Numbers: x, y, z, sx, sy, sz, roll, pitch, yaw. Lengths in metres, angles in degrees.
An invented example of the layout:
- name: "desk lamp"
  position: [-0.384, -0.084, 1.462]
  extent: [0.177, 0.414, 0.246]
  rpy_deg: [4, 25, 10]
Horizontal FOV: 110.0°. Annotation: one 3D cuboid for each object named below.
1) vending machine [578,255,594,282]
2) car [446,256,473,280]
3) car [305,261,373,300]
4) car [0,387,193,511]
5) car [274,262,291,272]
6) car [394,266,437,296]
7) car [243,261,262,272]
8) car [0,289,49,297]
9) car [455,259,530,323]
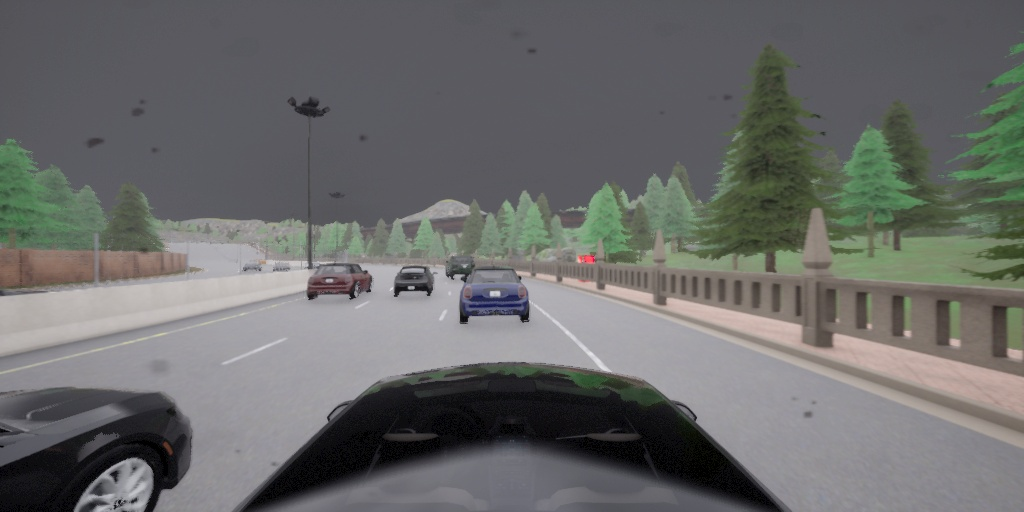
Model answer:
- name: "vending machine"
  position: [5.265, 0.920, 25.582]
  extent: [1.100, 2.100, 0.880]
  rpy_deg: [0, 0, -12]
- name: "car"
  position: [-4.674, 0.985, 32.377]
  extent: [2.150, 2.045, 5.566]
  rpy_deg: [0, 0, -16]
- name: "car"
  position: [-8.563, 1.134, 18.259]
  extent: [2.097, 1.767, 4.553]
  rpy_deg: [0, 0, -9]
- name: "car"
  position: [-3.544, 1.269, 0.914]
  extent: [1.837, 1.490, 4.892]
  rpy_deg: [0, 0, 0]
- name: "car"
  position: [-30.954, 1.469, 48.454]
  extent: [1.895, 1.301, 4.718]
  rpy_deg: [0, 0, -30]
- name: "car"
  position: [-5.213, 1.273, 19.489]
  extent: [1.837, 1.490, 4.892]
  rpy_deg: [0, 0, -10]
- name: "car"
  position: [-35.593, 1.413, 49.328]
  extent: [1.812, 1.442, 4.674]
  rpy_deg: [0, 0, -32]
- name: "car"
  position: [-14.447, 1.355, 8.342]
  extent: [2.033, 1.411, 5.357]
  rpy_deg: [0, 0, -4]
- name: "car"
  position: [-0.698, 1.103, 12.377]
  extent: [2.097, 1.767, 4.553]
  rpy_deg: [0, 0, -6]
